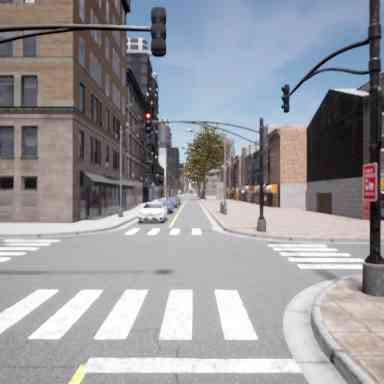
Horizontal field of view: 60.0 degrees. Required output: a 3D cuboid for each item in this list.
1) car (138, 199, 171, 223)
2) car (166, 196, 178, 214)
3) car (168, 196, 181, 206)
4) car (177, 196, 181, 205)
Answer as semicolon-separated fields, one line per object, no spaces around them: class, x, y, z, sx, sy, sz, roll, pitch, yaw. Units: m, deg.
car;-2.867;1.491;25.090;1.812;1.442;4.674;0;0;0
car;-2.873;1.498;34.869;2.033;1.411;5.357;0;0;0
car;-2.840;1.432;55.377;1.837;1.490;4.892;0;0;0
car;-2.848;1.464;45.168;1.812;1.442;4.674;0;0;0
